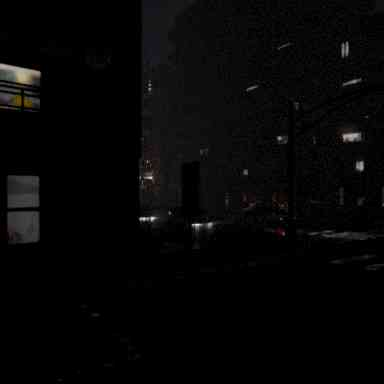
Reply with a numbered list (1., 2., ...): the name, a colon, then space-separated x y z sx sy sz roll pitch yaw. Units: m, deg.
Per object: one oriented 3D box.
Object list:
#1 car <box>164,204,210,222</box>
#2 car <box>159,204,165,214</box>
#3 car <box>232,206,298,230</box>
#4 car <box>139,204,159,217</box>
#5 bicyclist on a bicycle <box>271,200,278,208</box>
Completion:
1. car: -0.308 1.953 31.142 1.837 1.490 4.892 0 -1 -36
2. car: -4.283 2.282 46.384 1.802 1.307 4.206 -1 0 -36
3. car: 5.102 1.881 23.692 1.895 1.301 4.718 0 -1 -36
4. car: -6.135 2.192 39.182 1.994 1.385 4.181 0 -1 -35
5. bicyclist on a bicycle: 8.391 1.678 34.009 1.656 1.620 0.582 -1 -1 -36
